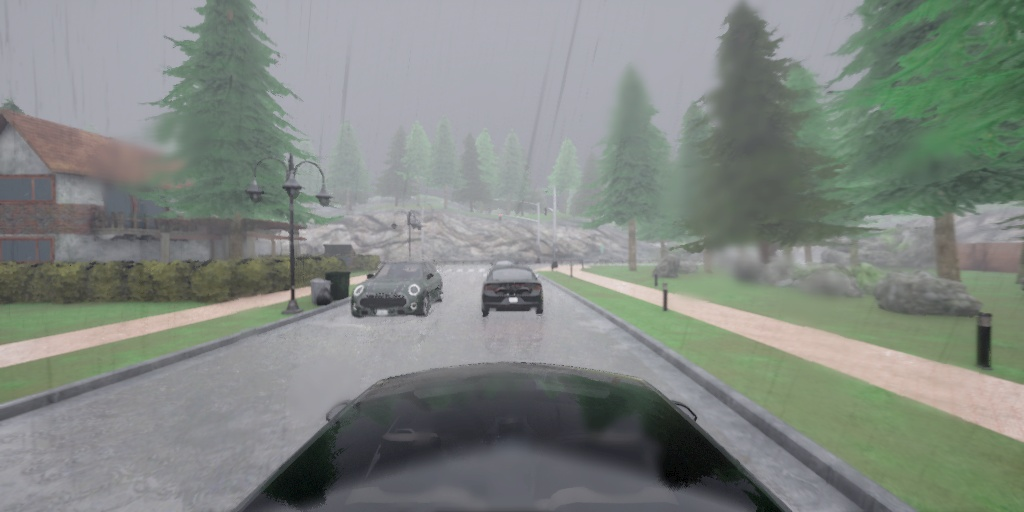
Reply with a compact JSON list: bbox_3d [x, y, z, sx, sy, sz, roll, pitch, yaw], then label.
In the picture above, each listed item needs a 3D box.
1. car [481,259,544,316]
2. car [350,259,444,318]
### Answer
[{"bbox_3d":[-0.027,1.037,12.538,1.882,1.535,5.008,0,1,-1],"label":"car"},{"bbox_3d":[-3.653,0.937,12.152,2.097,1.767,4.553,0,1,-2],"label":"car"}]
